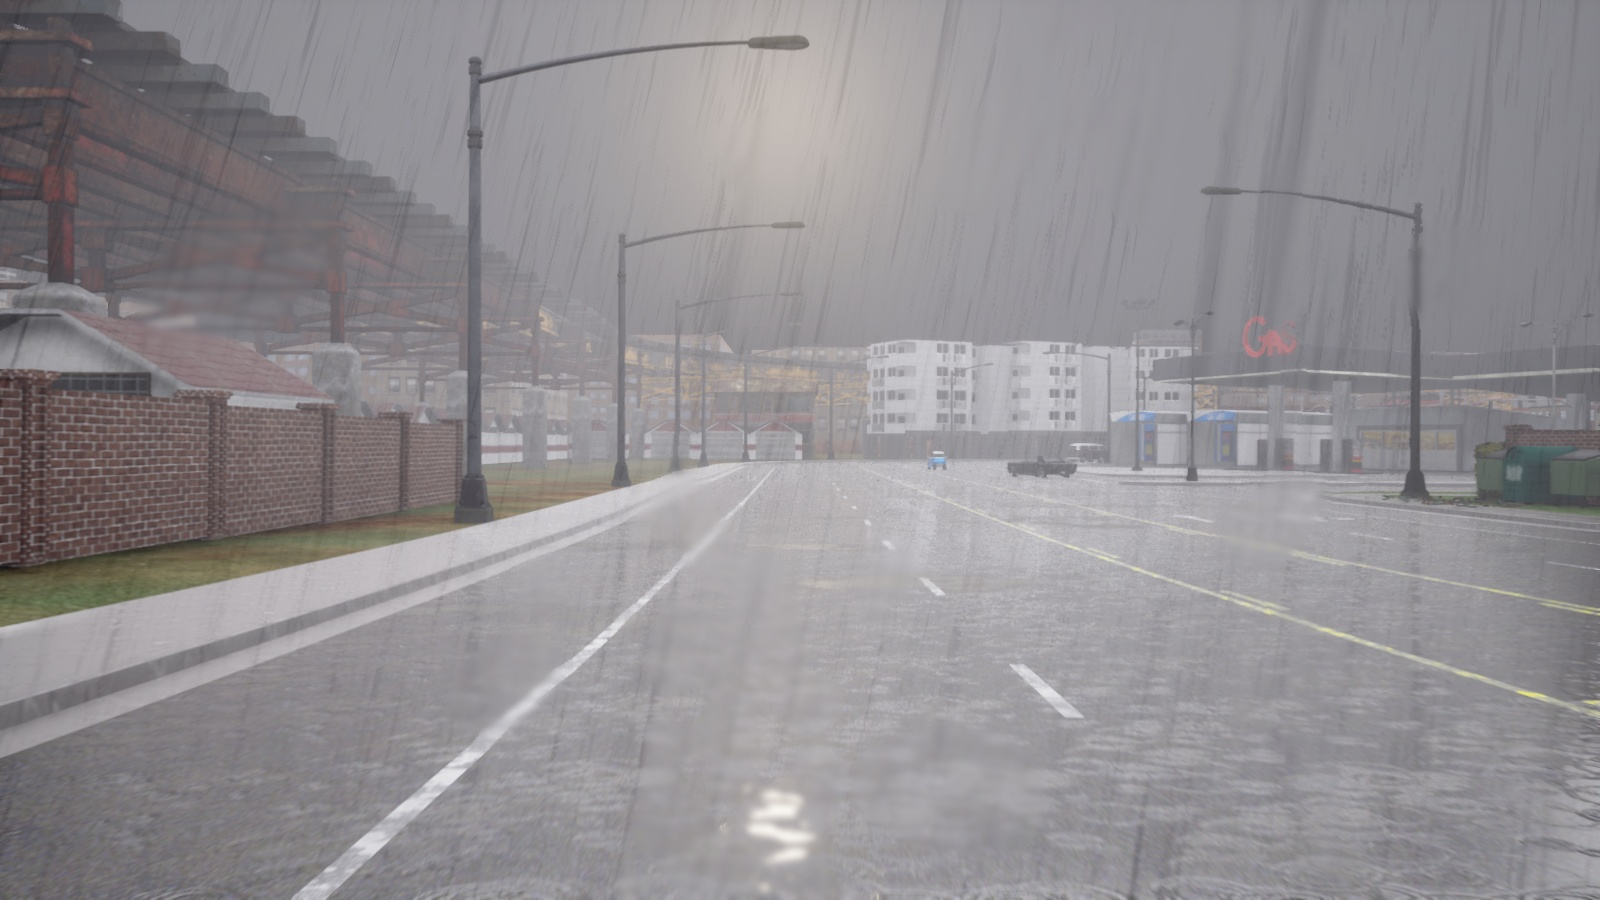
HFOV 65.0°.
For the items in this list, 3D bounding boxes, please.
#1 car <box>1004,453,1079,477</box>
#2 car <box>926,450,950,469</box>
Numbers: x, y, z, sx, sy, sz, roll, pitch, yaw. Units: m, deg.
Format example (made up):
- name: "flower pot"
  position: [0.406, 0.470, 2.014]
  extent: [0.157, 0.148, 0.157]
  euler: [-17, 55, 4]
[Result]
- name: "car"
  position: [14.011, 0.851, 73.139]
  extent: [1.895, 1.301, 4.718]
  euler: [0, 0, -24]
- name: "car"
  position: [10.288, 0.702, 93.703]
  extent: [1.481, 1.376, 2.207]
  euler: [0, 1, 0]
